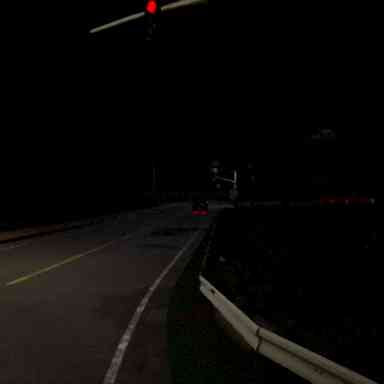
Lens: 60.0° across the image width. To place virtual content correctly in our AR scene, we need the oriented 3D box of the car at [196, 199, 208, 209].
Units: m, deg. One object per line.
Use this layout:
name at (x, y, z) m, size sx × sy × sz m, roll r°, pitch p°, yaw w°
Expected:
car at (1.825, 2.024, 57.614) m, size 1.837 × 1.490 × 4.892 m, roll 1°, pitch 0°, yaw 4°

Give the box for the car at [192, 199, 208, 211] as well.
car at (1.107, 1.914, 47.434) m, size 2.128 × 1.511 × 4.902 m, roll 1°, pitch 0°, yaw 4°

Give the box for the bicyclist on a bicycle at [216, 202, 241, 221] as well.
bicyclist on a bicycle at (2.528, 1.411, 21.303) m, size 1.656 × 1.620 × 0.582 m, roll 32°, pitch 1°, yaw 2°
